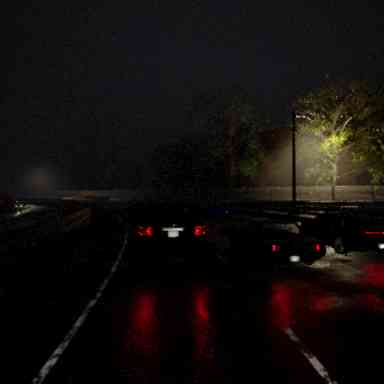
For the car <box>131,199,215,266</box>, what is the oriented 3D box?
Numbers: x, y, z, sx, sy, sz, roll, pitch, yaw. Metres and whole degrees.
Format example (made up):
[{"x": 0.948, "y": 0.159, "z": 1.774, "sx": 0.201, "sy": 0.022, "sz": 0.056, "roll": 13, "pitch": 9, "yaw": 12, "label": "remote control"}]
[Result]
[{"x": -0.838, "y": 1.266, "z": 11.923, "sx": 2.150, "sy": 2.045, "sz": 5.566, "roll": 0, "pitch": 0, "yaw": -7, "label": "car"}]

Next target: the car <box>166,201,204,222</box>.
[{"x": -0.717, "y": 1.591, "z": 28.541, "sx": 2.128, "sy": 1.511, "sz": 4.902, "roll": 0, "pitch": 0, "yaw": -16, "label": "car"}]

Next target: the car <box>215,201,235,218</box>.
[{"x": 2.295, "y": 1.572, "z": 30.713, "sx": 1.882, "sy": 1.535, "sz": 5.008, "roll": 0, "pitch": 0, "yaw": -16, "label": "car"}]

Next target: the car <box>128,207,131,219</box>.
[{"x": -4.174, "y": 1.616, "z": 27.944, "sx": 1.837, "sy": 1.490, "sz": 4.892, "roll": 0, "pitch": 0, "yaw": -16, "label": "car"}]

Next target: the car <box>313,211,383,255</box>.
[{"x": 6.005, "y": 1.530, "z": 13.414, "sx": 1.837, "sy": 1.490, "sz": 4.892, "roll": 0, "pitch": 0, "yaw": -7, "label": "car"}]

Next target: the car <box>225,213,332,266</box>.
[{"x": 2.691, "y": 1.631, "z": 11.727, "sx": 1.895, "sy": 1.301, "sz": 4.718, "roll": 0, "pitch": 0, "yaw": -7, "label": "car"}]
